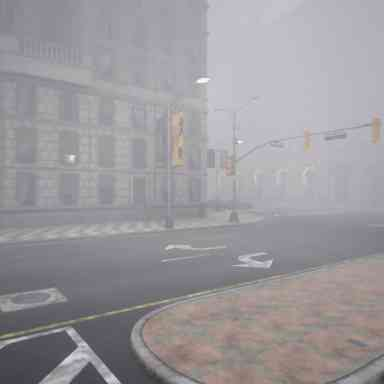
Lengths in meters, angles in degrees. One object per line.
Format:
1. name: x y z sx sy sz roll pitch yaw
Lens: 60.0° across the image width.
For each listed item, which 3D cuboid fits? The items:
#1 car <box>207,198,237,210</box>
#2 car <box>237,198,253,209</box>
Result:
1. car: 3.282 1.564 42.907 1.994 1.385 4.181 0 0 -36
2. car: 6.224 1.564 44.813 1.994 1.385 4.181 0 0 -36
